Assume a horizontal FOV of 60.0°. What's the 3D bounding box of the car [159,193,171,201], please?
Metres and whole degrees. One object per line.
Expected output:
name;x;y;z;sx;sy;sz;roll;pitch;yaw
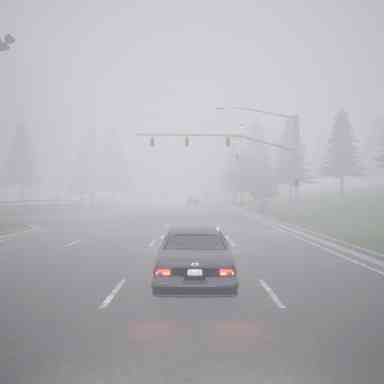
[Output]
car;-6.924;1.217;83.433;2.150;2.045;5.566;0;0;0

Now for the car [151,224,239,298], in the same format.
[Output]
car;0.074;1.547;8.714;2.033;1.411;5.357;0;0;0

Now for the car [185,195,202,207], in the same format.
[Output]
car;0.046;1.352;52.754;2.097;1.767;4.553;0;0;0

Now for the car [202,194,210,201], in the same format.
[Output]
car;3.576;1.492;83.393;1.837;1.490;4.892;0;0;0

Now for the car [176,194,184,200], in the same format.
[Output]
car;-3.414;1.357;93.820;2.128;1.511;4.902;0;0;0

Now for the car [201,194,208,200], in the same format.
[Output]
car;3.586;1.310;93.813;1.882;1.535;5.008;0;0;0

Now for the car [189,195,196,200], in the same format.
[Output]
car;0.086;1.540;94.230;2.033;1.411;5.357;0;0;0

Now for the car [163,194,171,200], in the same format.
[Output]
car;-6.914;1.385;93.823;1.994;1.385;4.181;0;0;0

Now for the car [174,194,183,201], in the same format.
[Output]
car;-3.423;1.517;83.816;1.812;1.442;4.674;0;0;0
